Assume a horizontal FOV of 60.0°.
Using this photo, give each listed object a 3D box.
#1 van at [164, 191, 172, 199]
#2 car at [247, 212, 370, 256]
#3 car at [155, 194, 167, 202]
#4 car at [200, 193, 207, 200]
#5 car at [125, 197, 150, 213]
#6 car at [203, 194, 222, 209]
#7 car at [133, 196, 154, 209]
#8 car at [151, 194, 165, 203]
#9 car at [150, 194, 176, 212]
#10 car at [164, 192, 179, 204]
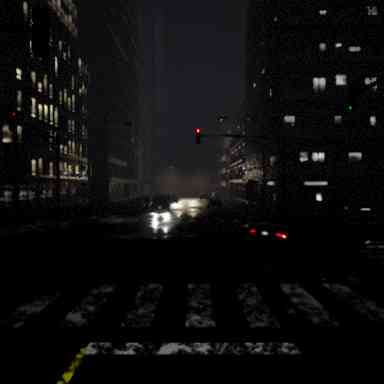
[{"bbox_3d":[-5.729,0.746,79.346,1.690,1.788,3.998,-1,0,0],"label":"van"},{"bbox_3d":[4.548,1.472,12.645,5.357,1.411,2.033,1,0,-34],"label":"car"},{"bbox_3d":[-5.720,1.113,62.384,1.802,1.307,4.206,-1,0,0],"label":"car"},{"bbox_3d":[2.654,0.887,73.695,1.967,1.590,4.097,-1,0,0],"label":"car"},{"bbox_3d":[-5.712,1.268,33.942,1.752,1.417,4.829,-1,0,0],"label":"car"},{"bbox_3d":[2.666,1.250,39.769,2.008,1.369,4.403,-1,0,0],"label":"car"},{"bbox_3d":[-5.714,1.265,39.767,1.947,1.339,4.313,-1,0,0],"label":"car"},{"bbox_3d":[-5.719,1.118,56.729,1.887,1.381,4.507,-1,0,0],"label":"car"},{"bbox_3d":[-3.108,1.230,34.466,2.128,1.511,4.902,0,0,0],"label":"car"},{"bbox_3d":[-3.090,1.098,52.407,2.128,1.511,4.902,0,0,0],"label":"car"}]
